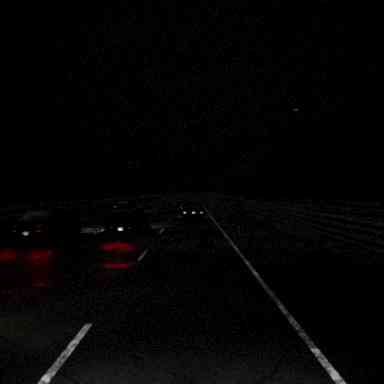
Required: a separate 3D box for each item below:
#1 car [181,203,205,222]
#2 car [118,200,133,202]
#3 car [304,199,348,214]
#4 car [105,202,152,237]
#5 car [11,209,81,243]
[{"bbox_3d":[0.099,1.555,26.600,2.033,1.411,5.357,0,0,0],"label":"car"},{"bbox_3d":[-6.899,1.537,34.621,1.812,1.442,4.674,0,0,0],"label":"car"},{"bbox_3d":[12.710,1.452,31.917,2.097,1.767,4.553,0,0,-14],"label":"car"},{"bbox_3d":[-3.405,1.510,18.181,1.837,1.490,4.892,0,0,0],"label":"car"},{"bbox_3d":[-6.903,1.530,16.124,1.812,1.442,4.674,0,0,0],"label":"car"}]
